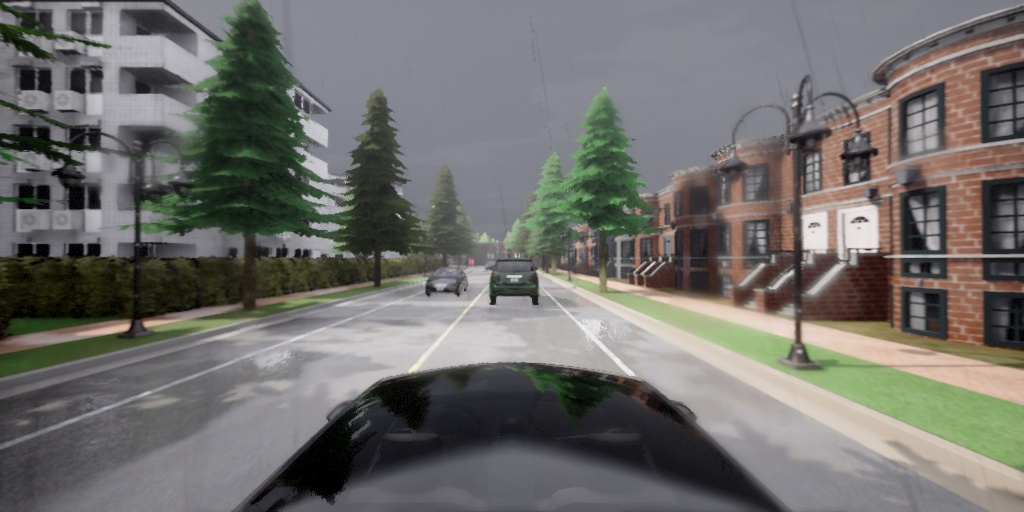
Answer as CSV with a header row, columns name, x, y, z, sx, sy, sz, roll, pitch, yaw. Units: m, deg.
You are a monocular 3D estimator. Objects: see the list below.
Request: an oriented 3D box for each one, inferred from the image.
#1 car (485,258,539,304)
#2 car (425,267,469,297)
name,x,y,z,sx,sy,sz,roll,pitch,yaw
car,0.095,1.115,17.340,2.150,2.045,5.566,0,-1,0
car,-3.605,1.414,20.408,2.128,1.511,4.902,0,-1,0
